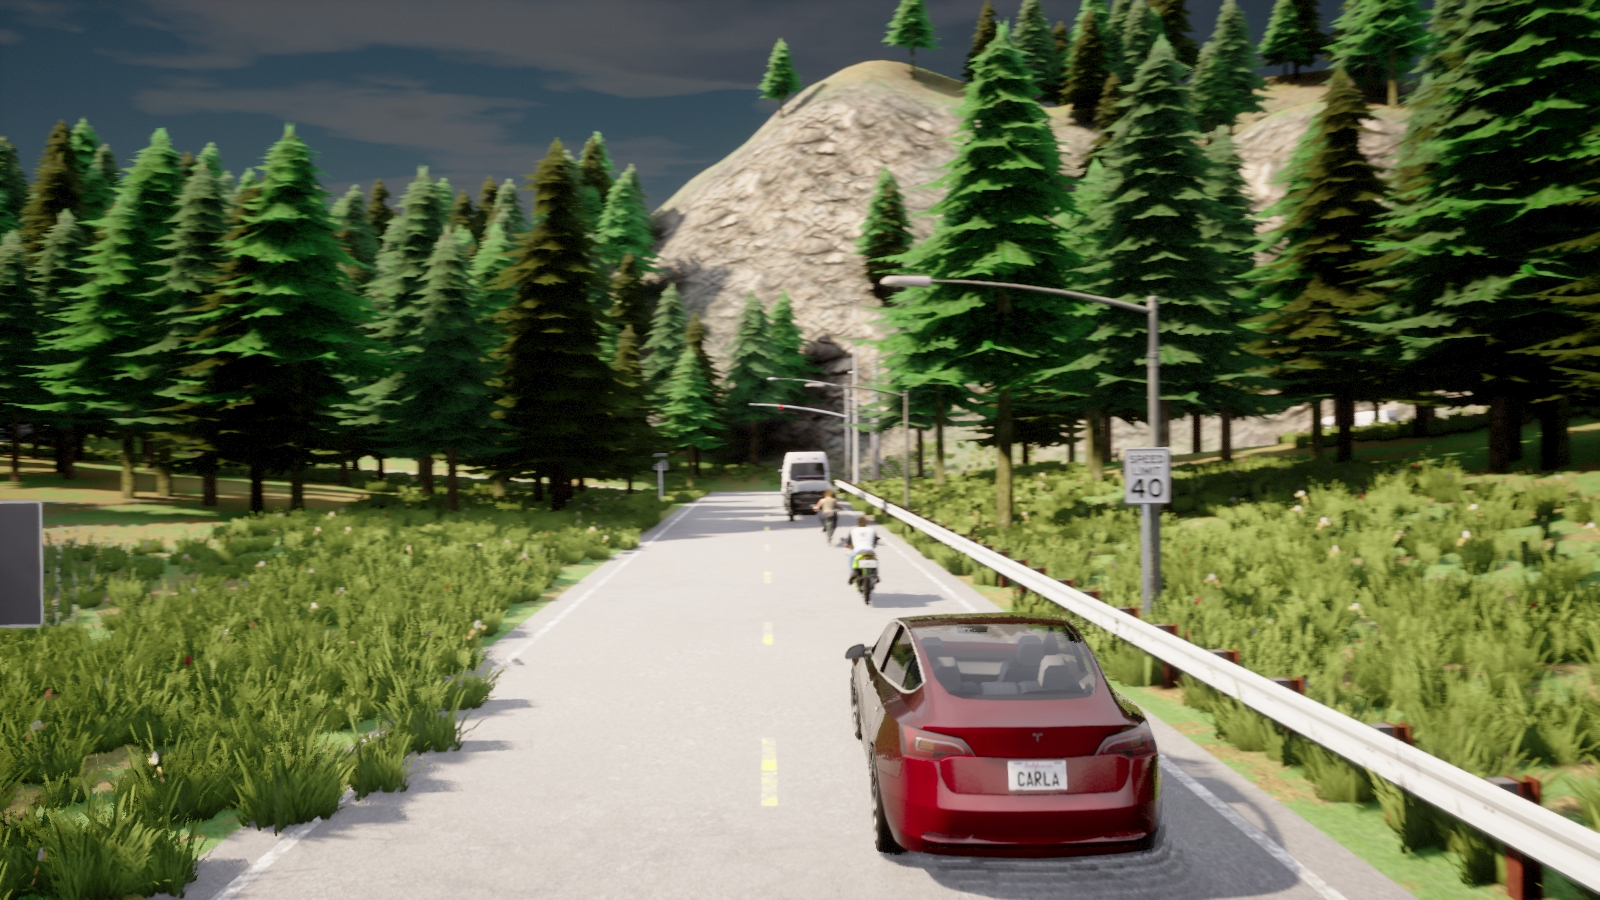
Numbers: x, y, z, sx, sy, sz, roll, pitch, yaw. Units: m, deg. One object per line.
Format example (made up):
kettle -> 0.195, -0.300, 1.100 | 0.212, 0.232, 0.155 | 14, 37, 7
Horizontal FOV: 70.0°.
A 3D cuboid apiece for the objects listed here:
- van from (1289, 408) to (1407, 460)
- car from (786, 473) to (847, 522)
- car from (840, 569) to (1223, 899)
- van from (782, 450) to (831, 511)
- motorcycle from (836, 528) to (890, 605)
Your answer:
van -> 33.222, -0.928, 69.433 | 1.988, 2.561, 5.915 | -1, -5, -42
car -> 0.573, 1.788, 44.374 | 2.097, 1.638, 5.238 | -1, 0, -2
car -> 1.502, 1.994, 9.383 | 2.163, 1.488, 4.792 | -1, 0, 0
van -> 0.230, 1.316, 51.783 | 1.988, 2.561, 5.915 | -1, 0, -2
motorcycle -> 1.135, 2.106, 20.935 | 0.803, 1.145, 2.033 | -1, 1, -2
